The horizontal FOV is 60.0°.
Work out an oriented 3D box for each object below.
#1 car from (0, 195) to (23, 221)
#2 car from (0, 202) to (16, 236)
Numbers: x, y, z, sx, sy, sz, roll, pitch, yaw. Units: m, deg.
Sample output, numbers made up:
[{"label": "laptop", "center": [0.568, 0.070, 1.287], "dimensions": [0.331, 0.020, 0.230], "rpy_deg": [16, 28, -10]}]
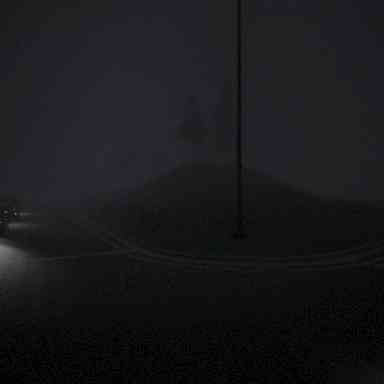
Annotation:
[{"label": "car", "center": [-15.753, 1.283, 28.050], "dimensions": [2.150, 2.045, 5.566], "rpy_deg": [0, 0, -25]}, {"label": "car", "center": [-11.190, 1.534, 18.346], "dimensions": [2.128, 1.511, 4.902], "rpy_deg": [0, 0, -25]}]
